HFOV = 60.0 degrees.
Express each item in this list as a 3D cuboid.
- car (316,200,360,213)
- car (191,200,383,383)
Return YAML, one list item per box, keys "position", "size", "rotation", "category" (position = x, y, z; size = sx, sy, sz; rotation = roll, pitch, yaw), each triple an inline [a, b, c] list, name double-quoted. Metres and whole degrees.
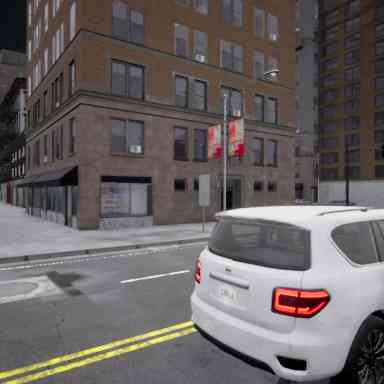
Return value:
- position: [16.917, 1.596, 38.706]
  size: [1.947, 1.339, 4.313]
  rotation: [0, 0, -35]
  category: "car"
- position: [2.598, 1.222, 5.282]
  size: [5.566, 2.045, 2.150]
  rotation: [0, 0, -35]
  category: "car"
